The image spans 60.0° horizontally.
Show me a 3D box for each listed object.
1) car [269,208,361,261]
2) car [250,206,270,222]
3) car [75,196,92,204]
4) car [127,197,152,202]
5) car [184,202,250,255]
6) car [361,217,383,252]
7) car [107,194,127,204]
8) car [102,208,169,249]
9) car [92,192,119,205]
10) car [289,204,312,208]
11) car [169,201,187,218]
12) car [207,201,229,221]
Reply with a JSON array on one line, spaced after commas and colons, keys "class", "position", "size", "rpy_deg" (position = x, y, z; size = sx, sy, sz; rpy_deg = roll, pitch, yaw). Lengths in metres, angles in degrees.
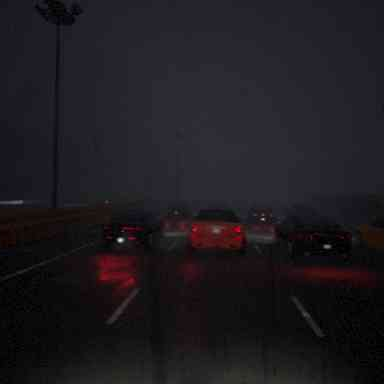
[{"class": "car", "position": [4.472, 1.600, 12.980], "size": [1.882, 1.535, 5.008], "rpy_deg": [1, -1, 5]}, {"class": "car", "position": [5.636, 1.785, 27.476], "size": [1.895, 1.301, 4.718], "rpy_deg": [1, 0, 6]}, {"class": "car", "position": [-17.705, 1.418, 56.521], "size": [1.895, 1.301, 4.718], "rpy_deg": [1, 0, 15]}, {"class": "car", "position": [-7.847, 1.487, 52.716], "size": [2.128, 1.511, 4.902], "rpy_deg": [1, 0, 14]}, {"class": "car", "position": [1.038, 1.409, 13.905], "size": [2.097, 1.767, 4.553], "rpy_deg": [1, 0, 5]}, {"class": "car", "position": [7.961, 1.665, 12.707], "size": [1.882, 1.535, 5.008], "rpy_deg": [1, -1, 5]}, {"class": "car", "position": [-11.182, 1.483, 54.005], "size": [2.033, 1.411, 5.357], "rpy_deg": [1, 0, 14]}, {"class": "car", "position": [-2.418, 1.501, 14.599], "size": [1.837, 1.490, 4.892], "rpy_deg": [1, 0, 5]}, {"class": "car", "position": [-14.099, 1.106, 56.551], "size": [2.150, 2.045, 5.566], "rpy_deg": [1, 0, 15]}, {"class": "car", "position": [9.294, 1.764, 28.734], "size": [1.837, 1.490, 4.892], "rpy_deg": [1, 0, 6]}, {"class": "car", "position": [-1.081, 1.589, 30.388], "size": [1.812, 1.442, 4.674], "rpy_deg": [1, 0, 6]}, {"class": "car", "position": [2.420, 1.655, 30.177], "size": [1.812, 1.442, 4.674], "rpy_deg": [1, 0, 7]}]
